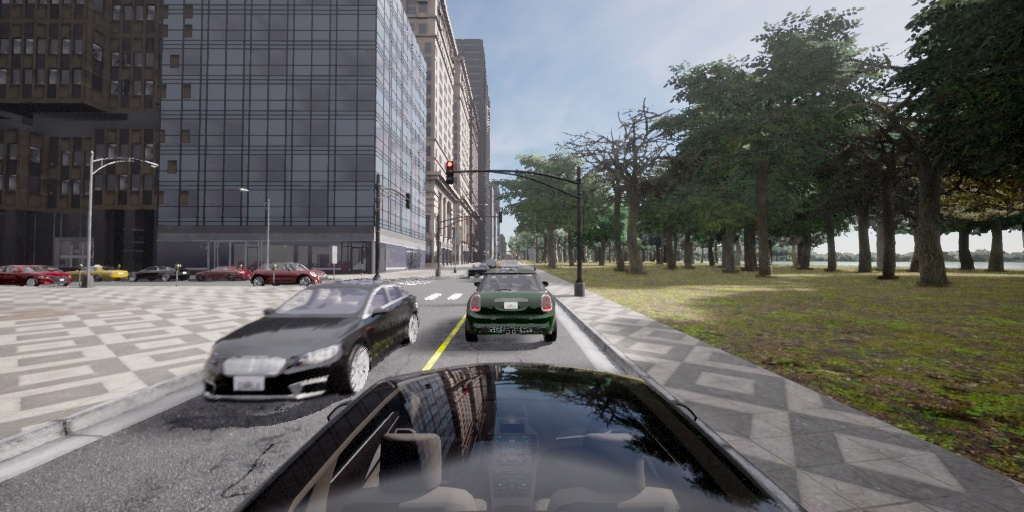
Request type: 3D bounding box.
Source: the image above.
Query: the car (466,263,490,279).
[{"bbox_3d":[-3.214,1.416,34.970,1.895,1.301,4.718,-1,0,0],"label":"car"}]

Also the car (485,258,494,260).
[{"bbox_3d":[-3.258,1.217,50.500,2.097,1.767,4.553,0,0,0],"label":"car"}]

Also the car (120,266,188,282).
[{"bbox_3d":[-30.076,1.481,30.637,4.313,1.339,1.948,0,0,0],"label":"car"}]

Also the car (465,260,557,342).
[{"bbox_3d":[-0.014,1.108,9.994,2.097,1.767,4.553,0,0,0],"label":"car"}]

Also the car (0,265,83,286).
[{"bbox_3d":[-30.040,1.235,22.115,4.507,1.381,1.888,0,0,0],"label":"car"}]

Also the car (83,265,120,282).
[{"bbox_3d":[-35.733,1.444,30.609,4.829,1.417,1.751,0,0,0],"label":"car"}]

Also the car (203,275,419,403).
[{"bbox_3d":[-3.113,1.244,6.687,2.128,1.511,4.902,0,0,0],"label":"car"}]

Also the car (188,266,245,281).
[{"bbox_3d":[-24.589,1.494,30.663,4.207,1.307,1.802,0,0,0],"label":"car"}]

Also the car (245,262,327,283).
[{"bbox_3d":[-13.609,1.120,22.194,4.097,1.591,1.967,0,0,-1],"label":"car"}]
